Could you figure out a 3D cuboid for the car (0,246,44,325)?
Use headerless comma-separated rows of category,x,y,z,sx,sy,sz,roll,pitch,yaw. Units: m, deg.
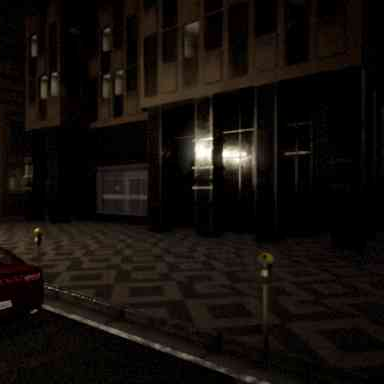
car,-4.622,1.558,6.258,4.507,1.381,1.887,0,0,36
